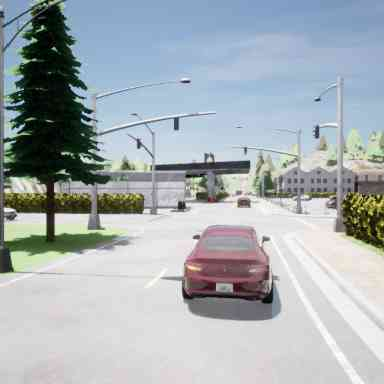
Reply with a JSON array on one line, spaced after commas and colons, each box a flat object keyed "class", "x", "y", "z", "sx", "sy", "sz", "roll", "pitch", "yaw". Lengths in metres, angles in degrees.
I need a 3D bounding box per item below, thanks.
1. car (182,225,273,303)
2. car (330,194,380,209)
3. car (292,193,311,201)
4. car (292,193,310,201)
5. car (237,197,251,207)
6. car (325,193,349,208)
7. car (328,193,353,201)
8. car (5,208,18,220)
[{"class": "car", "x": 0.932, "y": 1.526, "z": 8.159, "sx": 1.812, "sy": 1.442, "sz": 4.674, "roll": 0, "pitch": 0, "yaw": 9}, {"class": "car", "x": 19.053, "y": 1.340, "z": 38.853, "sx": 4.514, "sy": 1.523, "sz": 2.007, "roll": 0, "pitch": 0, "yaw": 9}, {"class": "car", "x": 25.974, "y": 1.077, "z": 78.983, "sx": 3.866, "sy": 1.878, "sz": 1.905, "roll": 0, "pitch": 0, "yaw": 9}, {"class": "car", "x": 24.846, "y": 1.361, "z": 75.796, "sx": 3.806, "sy": 1.475, "sz": 1.970, "roll": 0, "pitch": 0, "yaw": 9}, {"class": "car", "x": 8.005, "y": 1.477, "z": 51.103, "sx": 1.882, "sy": 1.535, "sz": 5.008, "roll": 0, "pitch": 0, "yaw": 9}, {"class": "car", "x": 19.495, "y": 1.331, "z": 41.959, "sx": 5.027, "sy": 1.636, "sz": 2.152, "roll": 0, "pitch": 0, "yaw": 9}, {"class": "car", "x": 33.225, "y": 1.097, "z": 74.496, "sx": 4.605, "sy": 1.855, "sz": 1.932, "roll": 0, "pitch": 0, "yaw": 9}, {"class": "car", "x": -16.170, "y": 1.526, "z": 26.160, "sx": 4.674, "sy": 1.442, "sz": 1.812, "roll": 0, "pitch": 0, "yaw": 9}]
